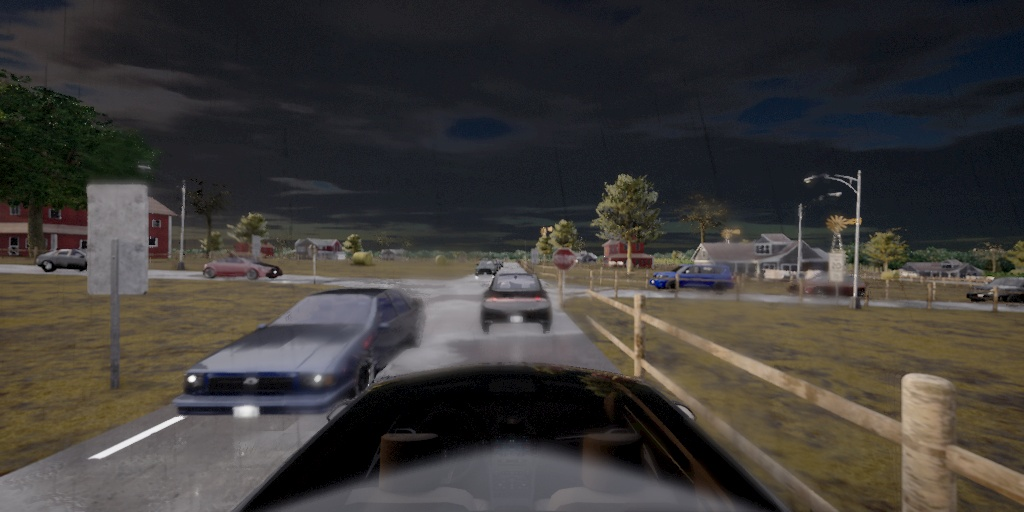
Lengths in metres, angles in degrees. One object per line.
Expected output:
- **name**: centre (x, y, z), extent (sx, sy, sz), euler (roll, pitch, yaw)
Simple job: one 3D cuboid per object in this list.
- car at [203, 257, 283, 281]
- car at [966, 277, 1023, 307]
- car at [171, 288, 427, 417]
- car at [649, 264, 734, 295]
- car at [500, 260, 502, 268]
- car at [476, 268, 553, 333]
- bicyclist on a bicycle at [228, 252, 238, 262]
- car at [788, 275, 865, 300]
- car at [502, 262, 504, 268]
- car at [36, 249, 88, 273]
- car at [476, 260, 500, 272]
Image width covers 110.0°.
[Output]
- **car**: centre (-17.124, 0.784, 22.924), extent (4.181, 1.385, 1.994), euler (2, 0, 0)
- **car**: centre (36.446, 2.566, 25.840), extent (5.566, 2.045, 2.150), euler (2, 0, -1)
- **car**: centre (-2.925, 1.315, 6.558), extent (2.033, 1.411, 5.357), euler (0, 0, -1)
- **car**: centre (12.924, 1.618, 25.862), extent (5.566, 2.045, 2.150), euler (2, 0, 0)
- **car**: centre (-2.755, 1.451, 49.440), extent (1.837, 1.490, 4.892), euler (0, 0, 0)
- **car**: centre (0.113, 1.277, 10.866), extent (2.128, 1.511, 4.902), euler (0, 0, 0)
- **bicyclist on a bicycle**: centre (-22.572, 0.506, 28.915), extent (0.582, 1.620, 1.656), euler (2, 0, 0)
- **car**: centre (22.691, 2.137, 25.849), extent (4.553, 1.767, 2.097), euler (2, 0, 0)
- **car**: centre (-2.730, 1.544, 59.728), extent (2.033, 1.411, 5.357), euler (0, 0, 1)
- **car**: centre (-27.178, 0.339, 22.933), extent (4.902, 1.511, 2.128), euler (2, 0, 0)
- **car**: centre (-2.784, 1.256, 39.539), extent (2.097, 1.767, 4.553), euler (0, 0, 0)
